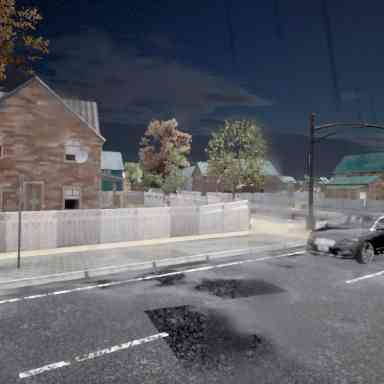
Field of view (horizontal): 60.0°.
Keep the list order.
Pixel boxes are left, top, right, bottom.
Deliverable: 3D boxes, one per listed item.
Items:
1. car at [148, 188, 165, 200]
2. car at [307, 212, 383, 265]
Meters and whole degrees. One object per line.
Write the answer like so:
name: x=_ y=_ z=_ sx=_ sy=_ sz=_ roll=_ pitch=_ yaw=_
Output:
car: x=-6.665 y=0.335 z=61.598 sx=2.150 sy=2.045 sz=5.566 roll=1 pitch=1 yaw=-21
car: x=6.118 y=1.502 z=11.832 sx=4.902 sy=1.511 sz=2.128 roll=0 pitch=0 yaw=-35
